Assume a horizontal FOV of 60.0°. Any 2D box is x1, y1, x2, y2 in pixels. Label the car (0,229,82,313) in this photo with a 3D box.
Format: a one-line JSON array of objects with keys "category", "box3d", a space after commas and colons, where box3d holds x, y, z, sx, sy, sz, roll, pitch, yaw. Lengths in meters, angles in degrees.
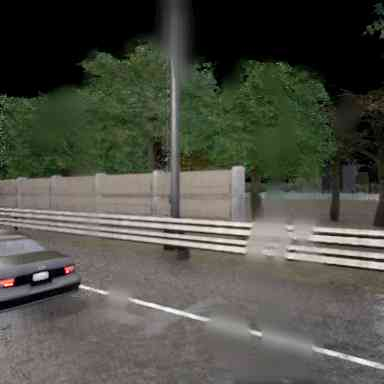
[{"category": "car", "box3d": [-4.736, 1.546, 7.382, 5.357, 1.411, 2.033, 0, 0, 36]}]
